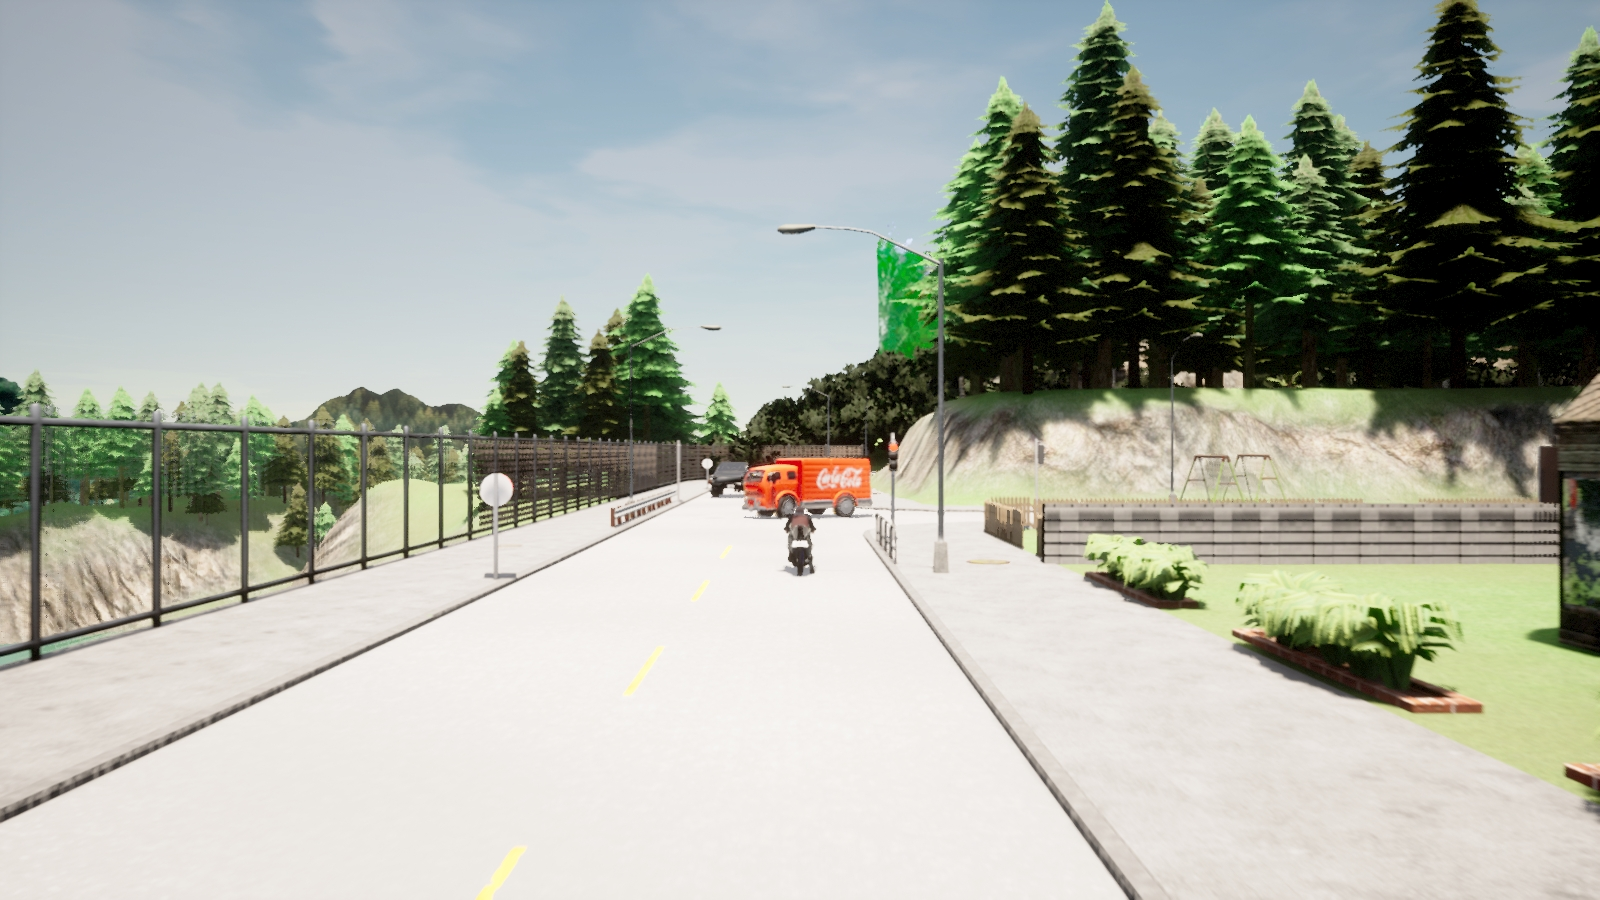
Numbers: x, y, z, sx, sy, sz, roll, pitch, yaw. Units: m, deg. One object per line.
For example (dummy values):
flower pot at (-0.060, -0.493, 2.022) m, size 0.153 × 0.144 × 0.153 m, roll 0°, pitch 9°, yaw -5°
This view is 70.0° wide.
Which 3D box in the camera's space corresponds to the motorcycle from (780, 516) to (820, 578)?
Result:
motorcycle at (0.003, 2.205, 26.284) m, size 0.867 × 1.251 × 2.209 m, roll 0°, pitch 0°, yaw 0°

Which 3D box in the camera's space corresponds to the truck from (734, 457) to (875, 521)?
truck at (0.215, 1.564, 47.270) m, size 5.204 × 2.467 × 2.627 m, roll 0°, pitch -1°, yaw -32°

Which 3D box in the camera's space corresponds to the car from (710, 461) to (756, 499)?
car at (-3.985, 1.754, 69.043) m, size 2.390 × 2.098 × 6.274 m, roll 0°, pitch 0°, yaw 0°
